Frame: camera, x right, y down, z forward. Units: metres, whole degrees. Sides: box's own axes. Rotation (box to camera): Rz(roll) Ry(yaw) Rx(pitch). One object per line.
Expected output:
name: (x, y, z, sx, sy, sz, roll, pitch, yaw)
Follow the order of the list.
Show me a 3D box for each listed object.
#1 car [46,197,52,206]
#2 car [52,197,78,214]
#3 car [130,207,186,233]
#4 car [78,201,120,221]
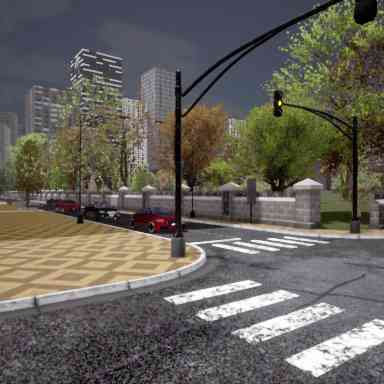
car: (-24.116, 1.672, 58.057, 2.128, 1.511, 4.902, 0, 0, -34)
car: (-13.973, 1.581, 37.442, 1.882, 1.535, 5.008, 0, 0, -34)
car: (-2.138, 1.606, 19.990, 1.994, 1.385, 4.181, 0, 0, -34)
car: (-7.683, 1.562, 28.160, 2.128, 1.511, 4.902, 0, 0, -34)
